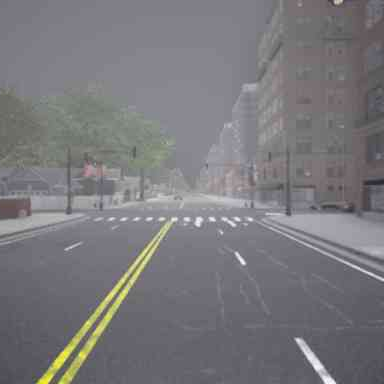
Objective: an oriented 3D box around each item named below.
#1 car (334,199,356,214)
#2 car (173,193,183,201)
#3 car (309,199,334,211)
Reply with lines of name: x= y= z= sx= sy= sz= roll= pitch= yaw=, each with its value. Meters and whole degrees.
car: x=16.375 y=1.519 z=31.979 sx=4.206 sy=1.307 sz=1.802 roll=0 pitch=0 yaw=0
car: x=-3.271 y=1.165 z=80.107 sx=2.150 sy=2.045 sz=5.566 roll=0 pitch=0 yaw=0
car: x=16.367 y=1.544 z=40.004 sx=4.313 sy=1.339 sz=1.947 roll=0 pitch=0 yaw=0
